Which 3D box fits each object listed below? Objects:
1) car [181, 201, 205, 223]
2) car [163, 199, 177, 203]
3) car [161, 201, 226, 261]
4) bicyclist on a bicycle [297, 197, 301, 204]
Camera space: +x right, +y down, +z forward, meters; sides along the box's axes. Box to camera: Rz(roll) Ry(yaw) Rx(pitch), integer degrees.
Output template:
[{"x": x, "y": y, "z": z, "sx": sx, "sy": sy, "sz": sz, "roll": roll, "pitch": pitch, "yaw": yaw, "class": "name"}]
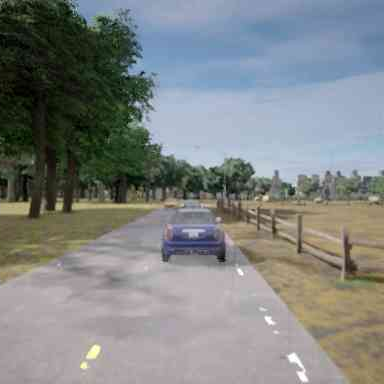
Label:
[{"x": 0.058, "y": 1.583, "z": 27.944, "sx": 1.837, "sy": 1.490, "sz": 4.892, "roll": 0, "pitch": 0, "yaw": 0, "class": "car"}, {"x": -2.849, "y": 1.647, "z": 45.973, "sx": 1.882, "sy": 1.535, "sz": 5.008, "roll": 0, "pitch": 0, "yaw": 0, "class": "car"}, {"x": 0.061, "y": 1.376, "z": 12.563, "sx": 2.097, "sy": 1.767, "sz": 4.553, "roll": 0, "pitch": 0, "yaw": 0, "class": "car"}, {"x": 19.885, "y": 1.673, "z": 61.866, "sx": 0.582, "sy": 1.620, "sz": 1.656, "roll": 0, "pitch": 0, "yaw": 0, "class": "bicyclist on a bicycle"}]
